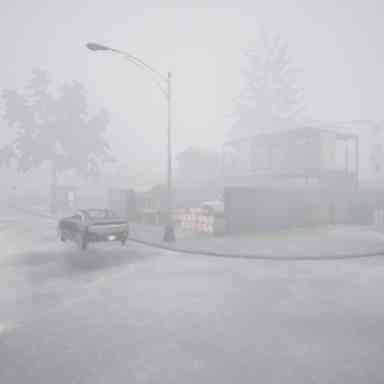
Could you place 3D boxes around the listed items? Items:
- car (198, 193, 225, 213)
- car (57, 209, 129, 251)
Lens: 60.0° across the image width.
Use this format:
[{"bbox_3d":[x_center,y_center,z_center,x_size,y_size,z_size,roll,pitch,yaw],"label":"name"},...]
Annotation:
[{"bbox_3d":[2.376,0.965,25.536,3.866,1.878,1.905,0,0,0],"label":"car"},{"bbox_3d":[-4.378,1.486,14.343,2.128,1.511,4.902,0,0,-35],"label":"car"}]
